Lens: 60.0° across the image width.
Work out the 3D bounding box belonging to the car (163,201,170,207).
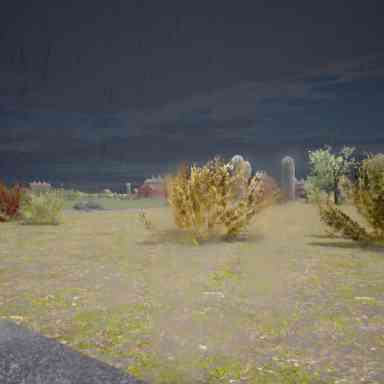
[{"bbox_3d":[-3.691,2.112,65.195,1.882,1.535,5.008,-1,-2,36],"label":"car"}]

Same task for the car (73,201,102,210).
[{"bbox_3d":[-15.396,1.980,48.986,1.994,1.385,4.181,-1,-1,36],"label":"car"}]
